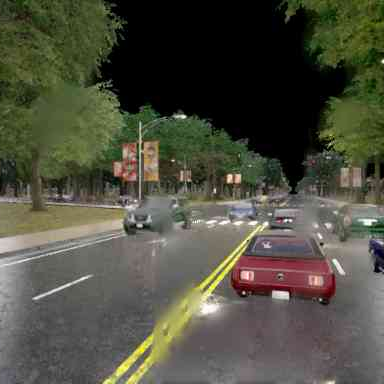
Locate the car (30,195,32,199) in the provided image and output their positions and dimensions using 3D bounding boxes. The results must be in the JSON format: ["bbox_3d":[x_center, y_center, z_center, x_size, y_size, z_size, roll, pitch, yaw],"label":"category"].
[{"bbox_3d":[-39.247,1.254,83.046,4.181,1.385,1.994,0,0,40],"label":"car"}]

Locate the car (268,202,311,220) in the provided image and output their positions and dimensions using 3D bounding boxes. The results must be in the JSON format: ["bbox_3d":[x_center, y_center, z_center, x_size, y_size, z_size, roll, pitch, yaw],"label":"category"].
[{"bbox_3d":[4.964,1.505,17.073,1.837,1.490,4.892,0,0,17],"label":"car"}]

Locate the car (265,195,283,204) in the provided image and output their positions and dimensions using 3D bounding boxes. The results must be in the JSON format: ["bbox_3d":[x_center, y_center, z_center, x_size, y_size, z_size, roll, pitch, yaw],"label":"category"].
[{"bbox_3d":[15.546,1.554,62.574,2.033,1.411,5.357,0,0,18],"label":"car"}]

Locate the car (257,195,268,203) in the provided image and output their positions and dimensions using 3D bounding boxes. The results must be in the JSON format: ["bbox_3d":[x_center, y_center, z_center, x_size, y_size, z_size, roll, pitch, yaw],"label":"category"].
[{"bbox_3d":[15.442,1.487,73.059,1.882,1.535,5.008,0,0,17],"label":"car"}]

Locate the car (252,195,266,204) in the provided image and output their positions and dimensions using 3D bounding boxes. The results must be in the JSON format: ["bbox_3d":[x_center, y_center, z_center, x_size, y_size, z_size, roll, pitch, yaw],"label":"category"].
[{"bbox_3d":[12.473,1.554,63.623,2.033,1.411,5.357,0,0,18],"label":"car"}]

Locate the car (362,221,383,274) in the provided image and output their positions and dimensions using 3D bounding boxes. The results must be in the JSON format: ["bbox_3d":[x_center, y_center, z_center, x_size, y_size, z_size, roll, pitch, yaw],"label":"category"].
[{"bbox_3d":[5.477,1.601,7.599,1.895,1.301,4.718,0,0,17],"label":"car"}]

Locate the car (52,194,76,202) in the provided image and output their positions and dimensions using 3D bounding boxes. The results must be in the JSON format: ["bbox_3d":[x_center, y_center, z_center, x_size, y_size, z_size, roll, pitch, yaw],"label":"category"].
[{"bbox_3d":[-26.003,1.300,67.583,4.674,1.442,1.812,0,0,40],"label":"car"}]

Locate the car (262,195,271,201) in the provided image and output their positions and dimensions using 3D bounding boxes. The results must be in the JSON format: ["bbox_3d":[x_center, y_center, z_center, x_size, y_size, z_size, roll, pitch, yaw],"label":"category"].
[{"bbox_3d":[18.487,1.535,82.863,1.812,1.442,4.674,0,0,17],"label":"car"}]

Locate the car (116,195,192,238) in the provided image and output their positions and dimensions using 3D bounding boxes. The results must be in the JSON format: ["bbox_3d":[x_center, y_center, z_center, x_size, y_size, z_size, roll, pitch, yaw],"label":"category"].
[{"bbox_3d":[-1.667,1.221,18.295,2.150,2.045,5.566,0,0,17],"label":"car"}]

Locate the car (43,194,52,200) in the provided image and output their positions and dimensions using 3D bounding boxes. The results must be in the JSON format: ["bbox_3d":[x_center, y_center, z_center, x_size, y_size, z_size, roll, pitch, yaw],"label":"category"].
[{"bbox_3d":[-31.653,1.259,76.620,4.674,1.442,1.812,0,0,40],"label":"car"}]

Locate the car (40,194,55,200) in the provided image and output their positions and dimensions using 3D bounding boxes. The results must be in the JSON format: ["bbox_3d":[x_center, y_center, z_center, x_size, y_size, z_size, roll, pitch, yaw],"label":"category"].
[{"bbox_3d":[-37.146,1.253,85.526,4.181,1.385,1.994,0,0,40],"label":"car"}]

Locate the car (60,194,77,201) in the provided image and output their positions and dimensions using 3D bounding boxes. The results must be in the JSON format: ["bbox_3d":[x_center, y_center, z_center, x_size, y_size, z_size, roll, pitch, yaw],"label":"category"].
[{"bbox_3d":[-29.273,1.260,78.865,4.674,1.442,1.812,0,0,40],"label":"car"}]

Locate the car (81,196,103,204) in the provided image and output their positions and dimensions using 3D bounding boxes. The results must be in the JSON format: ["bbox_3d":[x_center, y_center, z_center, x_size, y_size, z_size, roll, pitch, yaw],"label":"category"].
[{"bbox_3d":[-18.268,1.423,60.973,4.718,1.301,1.895,0,0,41],"label":"car"}]

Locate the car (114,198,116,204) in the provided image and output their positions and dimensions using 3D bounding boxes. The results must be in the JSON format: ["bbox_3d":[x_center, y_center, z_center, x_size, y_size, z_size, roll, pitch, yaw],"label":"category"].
[{"bbox_3d":[-10.847,1.361,54.682,4.902,1.511,2.128,0,0,41],"label":"car"}]

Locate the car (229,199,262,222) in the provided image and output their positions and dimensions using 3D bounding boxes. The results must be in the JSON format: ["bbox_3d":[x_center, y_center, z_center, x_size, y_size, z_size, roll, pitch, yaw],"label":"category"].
[{"bbox_3d":[4.177,1.525,26.311,1.812,1.442,4.674,0,0,17],"label":"car"}]

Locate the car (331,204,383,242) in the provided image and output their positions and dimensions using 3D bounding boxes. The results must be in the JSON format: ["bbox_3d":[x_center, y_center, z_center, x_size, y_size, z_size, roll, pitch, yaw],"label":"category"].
[{"bbox_3d":[8.098,1.352,16.198,2.097,1.767,4.553,0,0,17],"label":"car"}]

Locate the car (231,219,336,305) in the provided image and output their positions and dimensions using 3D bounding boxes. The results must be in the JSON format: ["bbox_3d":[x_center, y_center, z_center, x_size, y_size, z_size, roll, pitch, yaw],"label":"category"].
[{"bbox_3d":[2.270,1.601,8.215,1.895,1.301,4.718,0,0,17],"label":"car"}]

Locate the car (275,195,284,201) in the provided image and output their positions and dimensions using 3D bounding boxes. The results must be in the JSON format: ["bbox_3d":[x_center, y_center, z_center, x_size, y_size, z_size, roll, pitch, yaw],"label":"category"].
[{"bbox_3d":[21.707,1.489,82.276,1.882,1.535,5.008,0,0,17],"label":"car"}]
